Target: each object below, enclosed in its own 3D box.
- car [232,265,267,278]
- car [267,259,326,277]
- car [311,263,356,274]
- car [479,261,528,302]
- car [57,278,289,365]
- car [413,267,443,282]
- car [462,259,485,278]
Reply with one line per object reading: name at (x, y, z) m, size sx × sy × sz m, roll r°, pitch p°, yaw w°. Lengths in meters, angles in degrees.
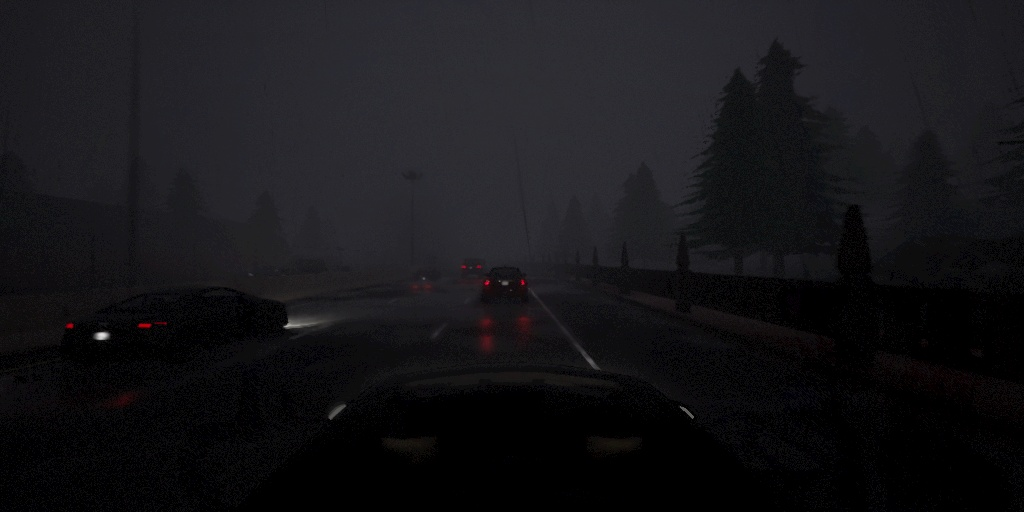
car at (-21.702, 1.507, 30.947) m, size 1.882 × 1.535 × 5.008 m, roll 0°, pitch -1°, yaw -1°
car at (-18.206, 1.245, 31.304) m, size 2.150 × 2.045 × 5.566 m, roll 0°, pitch -1°, yaw -1°
car at (-14.697, 1.552, 30.427) m, size 1.812 × 1.442 × 4.674 m, roll 0°, pitch -1°, yaw -1°
car at (-0.342, 1.262, 18.084) m, size 2.097 × 1.767 × 4.553 m, roll 0°, pitch -1°, yaw -1°
car at (-7.149, 1.375, 8.218) m, size 1.994 × 1.385 × 4.181 m, roll 0°, pitch -1°, yaw -1°
car at (-7.637, 1.656, 33.056) m, size 1.895 × 1.301 × 4.718 m, roll 0°, pitch -1°, yaw -1°
car at (-4.267, 1.342, 39.679) m, size 2.150 × 2.045 × 5.566 m, roll 0°, pitch -1°, yaw -1°
